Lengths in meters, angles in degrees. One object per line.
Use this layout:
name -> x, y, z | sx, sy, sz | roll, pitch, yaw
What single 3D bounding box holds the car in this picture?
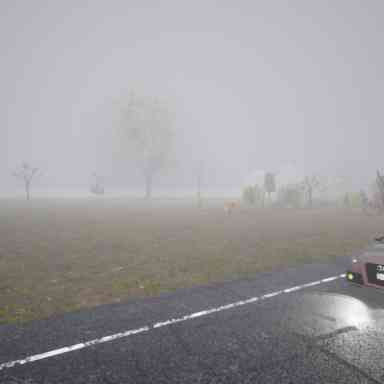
car -> 5.540, 1.558, 7.941 | 4.181, 1.385, 1.994 | 0, 0, -35
